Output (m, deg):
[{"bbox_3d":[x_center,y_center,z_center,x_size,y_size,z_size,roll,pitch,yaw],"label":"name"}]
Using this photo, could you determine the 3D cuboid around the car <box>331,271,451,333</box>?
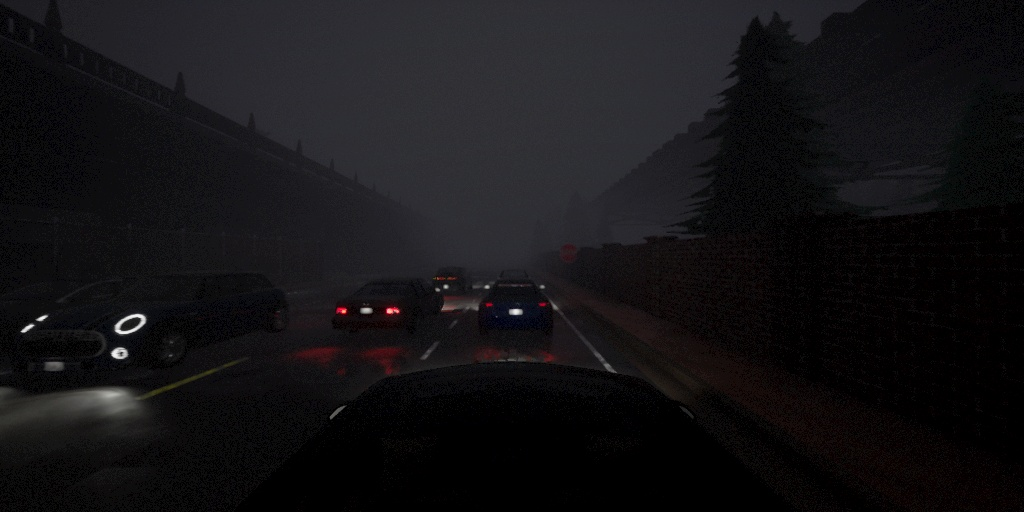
[{"bbox_3d":[-3.405,1.339,10.894,2.033,1.411,5.357,0,0,0],"label":"car"}]

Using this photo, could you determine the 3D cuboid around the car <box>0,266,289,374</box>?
[{"bbox_3d":[-7.095,1.130,7.803,2.097,1.767,4.553,0,0,0],"label":"car"}]

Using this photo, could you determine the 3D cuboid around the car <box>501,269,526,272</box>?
[{"bbox_3d":[0.101,1.439,20.954,1.895,1.301,4.718,0,0,-1],"label":"car"}]

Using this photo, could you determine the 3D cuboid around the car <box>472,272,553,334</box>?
[{"bbox_3d":[0.090,1.355,10.790,1.994,1.385,4.181,0,0,0],"label":"car"}]

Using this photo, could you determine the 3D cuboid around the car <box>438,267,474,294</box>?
[{"bbox_3d":[-3.400,1.343,20.901,1.837,1.490,4.892,0,0,0],"label":"car"}]

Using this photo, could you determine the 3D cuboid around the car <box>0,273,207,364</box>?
[{"bbox_3d":[-10.595,1.274,8.759,2.128,1.511,4.902,0,0,0],"label":"car"}]
